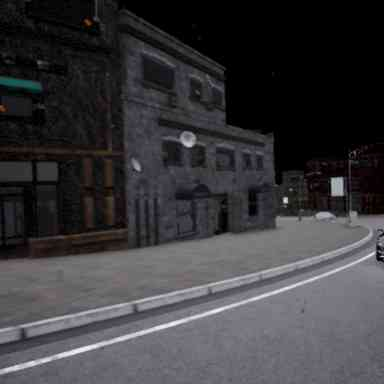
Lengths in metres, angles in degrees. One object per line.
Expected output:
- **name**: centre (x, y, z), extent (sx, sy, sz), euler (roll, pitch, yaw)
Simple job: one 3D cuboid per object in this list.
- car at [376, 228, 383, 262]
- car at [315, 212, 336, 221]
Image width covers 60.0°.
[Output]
- **car**: centre (8.322, 1.759, 12.539), extent (2.128, 1.511, 4.902), euler (-1, -2, 39)
- **car**: centre (21.608, 3.959, 54.067), extent (1.812, 1.442, 4.674), euler (-2, -4, -4)
